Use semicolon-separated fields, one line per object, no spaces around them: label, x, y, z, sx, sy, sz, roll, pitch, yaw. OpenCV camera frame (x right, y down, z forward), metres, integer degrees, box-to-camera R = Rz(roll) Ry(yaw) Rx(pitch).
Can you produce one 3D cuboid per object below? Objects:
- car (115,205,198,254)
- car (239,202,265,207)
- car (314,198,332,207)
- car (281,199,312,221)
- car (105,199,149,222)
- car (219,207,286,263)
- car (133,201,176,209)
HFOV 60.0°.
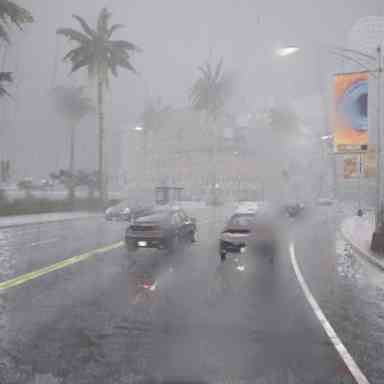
car;-1.067;1.506;13.595;1.837;1.490;4.892;0;0;15
car;5.270;1.592;29.302;1.812;1.442;4.674;0;0;28
car;22.680;1.761;57.594;1.812;1.442;4.674;0;0;41
car;8.613;1.599;28.148;1.837;1.490;4.892;0;0;28
car;-4.566;1.332;25.355;2.097;1.767;4.553;1;0;23
car;2.189;1.519;12.230;2.128;1.511;4.902;0;0;14
car;-1.860;1.527;22.873;1.812;1.442;4.674;0;0;22
